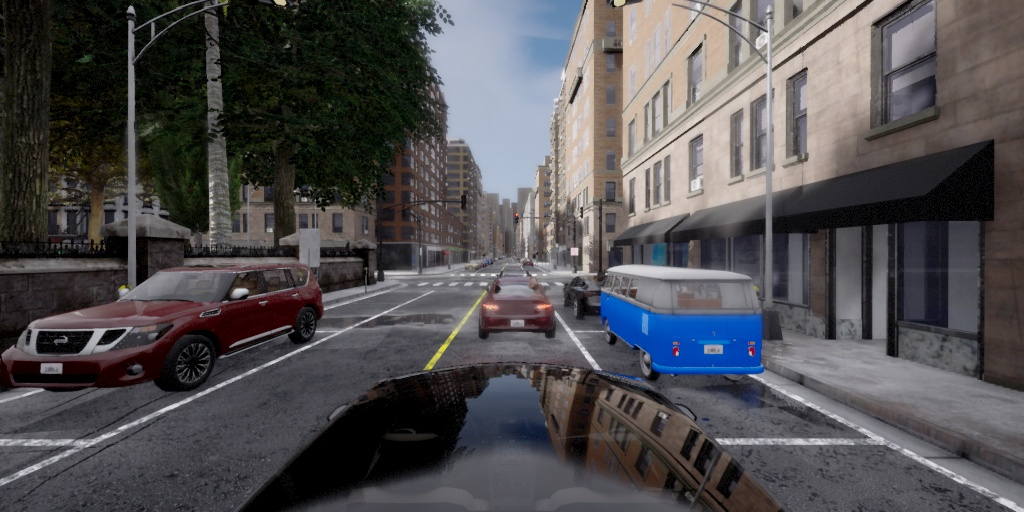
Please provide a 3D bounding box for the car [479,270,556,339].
[{"bbox_3d":[0.124,1.274,9.985,1.812,1.442,4.674,0,0,0],"label":"car"}]

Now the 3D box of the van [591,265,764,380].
[{"bbox_3d":[2.868,1.090,6.944,1.690,1.789,3.998,0,0,0],"label":"van"}]

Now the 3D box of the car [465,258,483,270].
[{"bbox_3d":[-5.558,1.248,50.442,1.751,1.417,4.829,0,0,0],"label":"car"}]

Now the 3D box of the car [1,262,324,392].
[{"bbox_3d":[-5.657,1.064,6.923,2.192,1.841,5.009,0,0,0],"label":"car"}]

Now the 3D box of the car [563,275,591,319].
[{"bbox_3d":[2.881,1.313,12.604,1.948,1.339,4.313,0,0,0],"label":"car"}]

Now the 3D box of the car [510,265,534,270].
[{"bbox_3d":[0.114,1.345,18.807,1.895,1.301,4.718,0,0,-1],"label":"car"}]

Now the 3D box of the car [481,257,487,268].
[{"bbox_3d":[-5.545,1.272,56.062,2.007,1.370,4.403,0,0,0],"label":"car"}]

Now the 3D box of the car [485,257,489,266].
[{"bbox_3d":[-5.533,1.265,61.513,1.888,1.381,4.507,0,0,0],"label":"car"}]
